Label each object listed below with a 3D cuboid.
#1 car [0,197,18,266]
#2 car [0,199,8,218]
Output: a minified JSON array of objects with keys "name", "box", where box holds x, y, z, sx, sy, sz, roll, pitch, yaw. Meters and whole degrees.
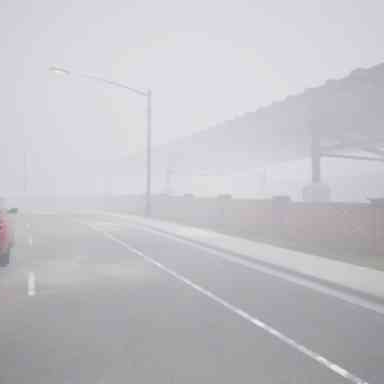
[{"name":"car","box":[-6.987,1.105,10.690,2.150,2.045,5.566,1,0,-26]},{"name":"car","box":[-16.395,1.295,27.445,1.812,1.442,4.674,1,-1,-33]}]
